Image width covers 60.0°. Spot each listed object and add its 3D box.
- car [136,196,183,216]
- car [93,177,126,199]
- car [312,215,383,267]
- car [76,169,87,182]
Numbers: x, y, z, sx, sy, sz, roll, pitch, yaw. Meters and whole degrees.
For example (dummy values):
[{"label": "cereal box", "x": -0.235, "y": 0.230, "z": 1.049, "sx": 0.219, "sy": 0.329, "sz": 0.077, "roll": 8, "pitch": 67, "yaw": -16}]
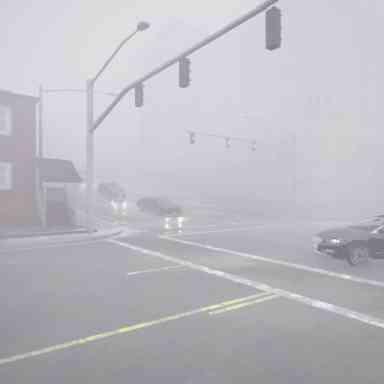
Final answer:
[{"label": "car", "x": -2.943, "y": 1.087, "z": 28.676, "sx": 2.033, "sy": 1.411, "sz": 5.357, "roll": 0, "pitch": 5, "yaw": -36}, {"label": "car", "x": -8.922, "y": -0.283, "z": 37.001, "sx": 2.128, "sy": 1.511, "sz": 4.902, "roll": 0, "pitch": 10, "yaw": -35}, {"label": "car", "x": 6.450, "y": 1.491, "z": 10.735, "sx": 4.902, "sy": 1.511, "sz": 2.128, "roll": 0, "pitch": 0, "yaw": 1}, {"label": "car", "x": -14.928, "y": -2.318, "z": 45.368, "sx": 2.033, "sy": 1.411, "sz": 5.357, "roll": 0, "pitch": 12, "yaw": -35}]
